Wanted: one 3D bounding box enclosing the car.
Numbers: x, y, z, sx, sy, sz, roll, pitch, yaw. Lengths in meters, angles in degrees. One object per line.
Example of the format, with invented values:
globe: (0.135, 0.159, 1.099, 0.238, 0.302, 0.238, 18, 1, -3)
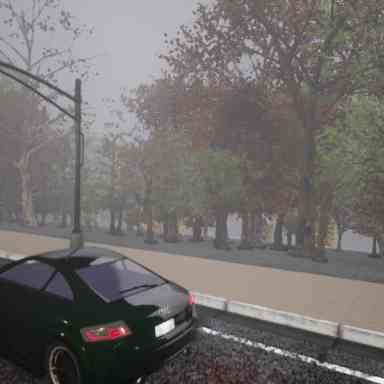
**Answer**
car: (-1.945, 1.558, 5.073, 4.181, 1.385, 1.994, 0, 0, 36)
